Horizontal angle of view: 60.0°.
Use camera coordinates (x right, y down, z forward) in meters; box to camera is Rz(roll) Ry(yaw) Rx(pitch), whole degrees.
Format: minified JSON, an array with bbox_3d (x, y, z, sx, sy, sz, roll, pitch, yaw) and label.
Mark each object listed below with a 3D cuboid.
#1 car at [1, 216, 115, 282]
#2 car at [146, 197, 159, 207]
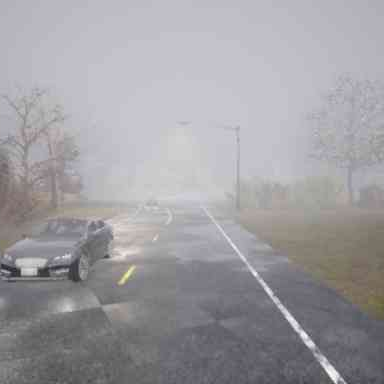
[{"bbox_3d":[-3.614,1.499,9.827,2.128,1.511,4.902,0,0,0],"label":"car"},{"bbox_3d":[-6.225,1.533,52.121,2.033,1.411,5.357,0,0,-6],"label":"car"}]
